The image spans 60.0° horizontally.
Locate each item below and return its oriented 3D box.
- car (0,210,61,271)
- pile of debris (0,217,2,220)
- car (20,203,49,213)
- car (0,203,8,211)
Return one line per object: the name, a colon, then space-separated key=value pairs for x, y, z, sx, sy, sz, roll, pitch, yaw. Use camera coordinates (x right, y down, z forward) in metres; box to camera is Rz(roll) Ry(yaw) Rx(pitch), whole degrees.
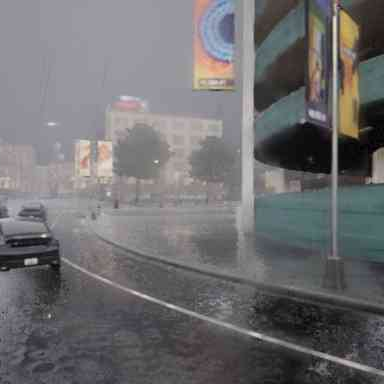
car: x=-5.582 y=1.564 z=10.594 sx=1.837 sy=1.490 sz=4.892 roll=0 pitch=0 yaw=-36
pile of debris: x=-17.210 y=2.313 z=28.372 sx=1.500 sy=0.140 sz=1.860 roll=1 pitch=-1 yaw=-20
car: x=-12.954 y=1.659 z=27.263 sx=1.837 sy=1.490 sz=4.892 roll=1 pitch=-1 yaw=-20
car: x=-17.138 y=1.630 z=28.528 sx=2.128 sy=1.511 sz=4.902 roll=1 pitch=-1 yaw=-20
